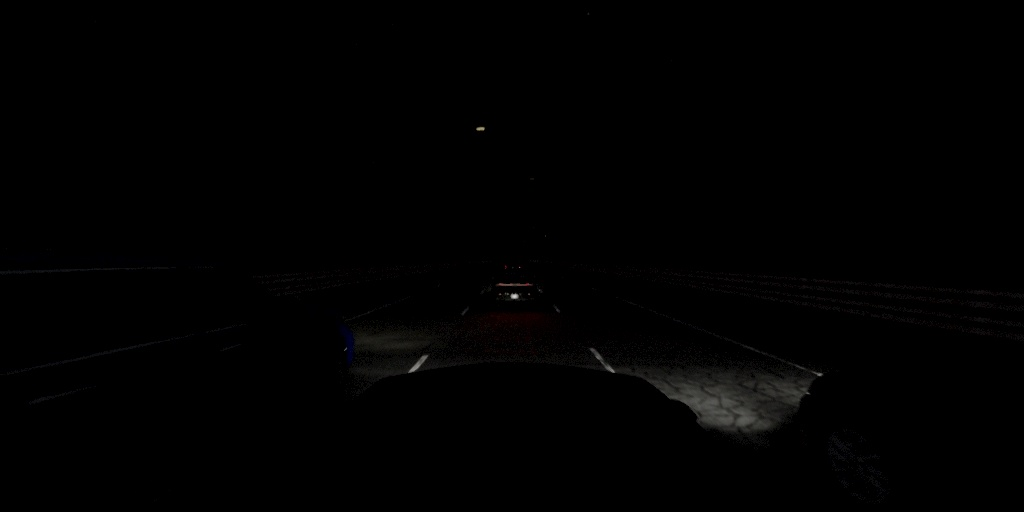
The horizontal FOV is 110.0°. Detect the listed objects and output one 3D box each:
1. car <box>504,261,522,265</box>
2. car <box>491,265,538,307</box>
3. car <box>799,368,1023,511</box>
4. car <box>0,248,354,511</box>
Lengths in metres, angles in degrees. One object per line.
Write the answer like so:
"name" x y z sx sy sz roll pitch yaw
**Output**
"car" 0.096 1.334 42.366 2.097 1.767 4.553 0 0 0
"car" 0.098 1.324 16.036 2.128 1.511 4.902 0 0 0
"car" 3.608 1.253 1.355 1.837 1.490 4.892 0 0 0
"car" -3.394 0.979 2.921 2.150 2.045 5.566 0 0 0
